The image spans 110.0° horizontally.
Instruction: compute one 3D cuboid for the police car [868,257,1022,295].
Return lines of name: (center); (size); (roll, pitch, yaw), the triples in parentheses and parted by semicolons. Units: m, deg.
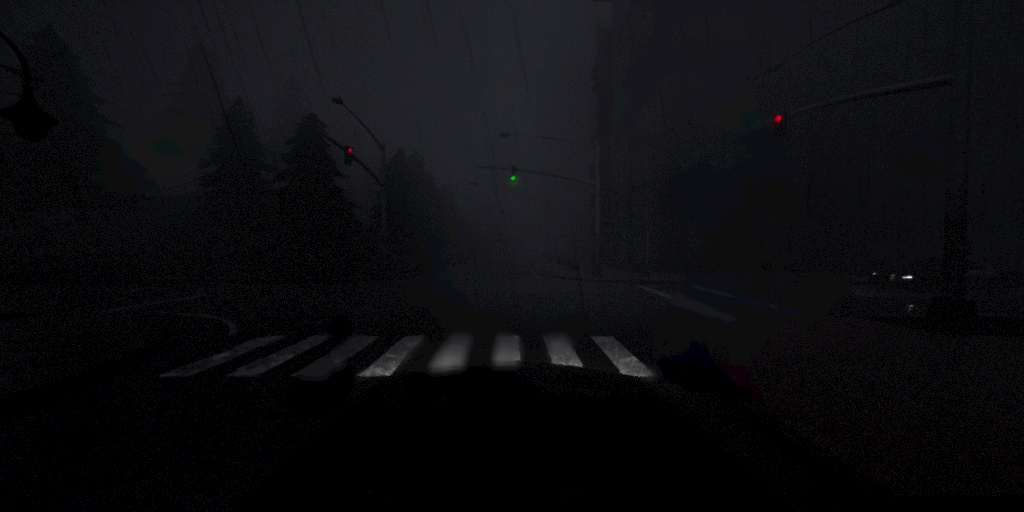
police car: (18.636, 0.830, 15.721); (4.974, 1.542, 2.038); (0, 2, 1)
